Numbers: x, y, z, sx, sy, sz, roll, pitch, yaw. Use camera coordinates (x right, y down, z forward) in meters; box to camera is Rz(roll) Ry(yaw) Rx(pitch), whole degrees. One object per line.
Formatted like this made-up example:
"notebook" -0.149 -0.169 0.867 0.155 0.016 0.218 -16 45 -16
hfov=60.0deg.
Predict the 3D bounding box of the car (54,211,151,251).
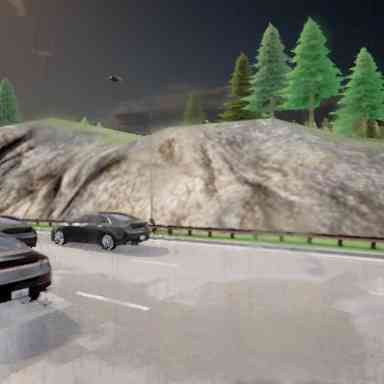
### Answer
"car" -4.077 1.610 14.559 4.892 1.490 1.837 -1 0 30

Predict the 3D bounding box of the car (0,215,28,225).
"car" -8.047 1.629 12.782 4.892 1.490 1.837 -1 -1 29

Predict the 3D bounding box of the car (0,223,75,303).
"car" -5.041 1.564 7.016 4.902 1.511 2.128 -1 0 31
